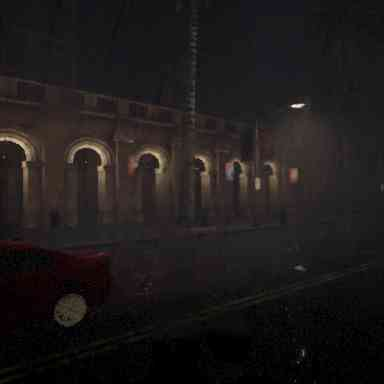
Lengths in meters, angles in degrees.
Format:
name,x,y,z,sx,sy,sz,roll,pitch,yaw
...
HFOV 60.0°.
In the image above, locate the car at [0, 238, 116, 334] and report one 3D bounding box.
name,x,y,z,sx,sy,sz,roll,pitch,yaw
car,-3.767,1.590,5.470,5.008,1.535,1.882,0,-1,-39
